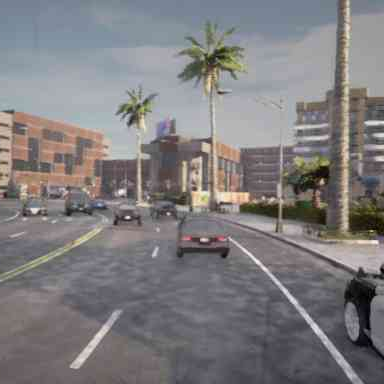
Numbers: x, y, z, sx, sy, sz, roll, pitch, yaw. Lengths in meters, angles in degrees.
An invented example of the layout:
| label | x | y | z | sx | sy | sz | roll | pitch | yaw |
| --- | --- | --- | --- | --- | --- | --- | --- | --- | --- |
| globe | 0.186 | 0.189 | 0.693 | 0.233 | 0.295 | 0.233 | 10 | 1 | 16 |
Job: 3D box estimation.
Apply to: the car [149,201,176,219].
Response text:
| label | x | y | z | sx | sy | sz | roll | pitch | yaw |
| --- | --- | --- | --- | --- | --- | --- | --- | --- | --- |
| car | -2.639 | 1.538 | 29.748 | 1.837 | 1.490 | 4.892 | 2 | 0 | -17 |

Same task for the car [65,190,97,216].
| label | x | y | z | sx | sy | sz | roll | pitch | yaw |
| --- | --- | --- | --- | --- | --- | --- | --- | --- | --- |
| car | -10.533 | 1.098 | 30.866 | 2.150 | 2.045 | 5.566 | 1 | -1 | -23 |

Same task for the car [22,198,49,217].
| label | x | y | z | sx | sy | sz | roll | pitch | yaw |
| --- | --- | --- | --- | --- | --- | --- | --- | --- | --- |
| car | -13.552 | 1.300 | 28.934 | 2.128 | 1.511 | 4.902 | 1 | 0 | -23 |

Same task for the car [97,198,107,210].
| label | x | y | z | sx | sy | sz | roll | pitch | yaw |
| --- | --- | --- | --- | --- | --- | --- | --- | --- | --- |
| car | -11.913 | 1.438 | 40.497 | 1.994 | 1.385 | 4.181 | 1 | 0 | -35 |

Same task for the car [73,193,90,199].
| label | x | y | z | sx | sy | sz | roll | pitch | yaw |
| --- | --- | --- | --- | --- | --- | --- | --- | --- | --- |
| car | -28.949 | 1.066 | 87.104 | 4.193 | 1.474 | 1.816 | 1 | 0 | 23 |

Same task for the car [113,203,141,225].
| label | x | y | z | sx | sy | sz | roll | pitch | yaw |
| --- | --- | --- | --- | --- | --- | --- | --- | --- | --- |
| car | -4.686 | 1.500 | 24.020 | 1.812 | 1.442 | 4.674 | 1 | 0 | -12 |

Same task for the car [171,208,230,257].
| label | x | y | z | sx | sy | sz | roll | pitch | yaw |
| --- | --- | --- | --- | --- | --- | --- | --- | --- | --- |
| car | 0.296 | 1.592 | 13.184 | 2.033 | 1.411 | 5.357 | 1 | 0 | -2 |

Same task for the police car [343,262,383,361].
| label | x | y | z | sx | sy | sz | roll | pitch | yaw |
| --- | --- | --- | --- | --- | --- | --- | --- | --- | --- |
| police car | 3.241 | 1.501 | 3.509 | 1.930 | 1.638 | 5.238 | 1 | 0 | 4 |
